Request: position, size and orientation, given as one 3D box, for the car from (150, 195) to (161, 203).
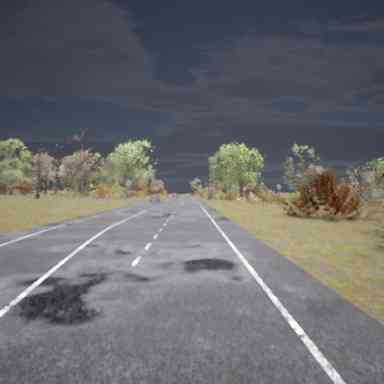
[{"bbox_3d":[-7.335,1.434,66.605,2.128,1.511,4.902,1,1,0],"label":"car"}]
